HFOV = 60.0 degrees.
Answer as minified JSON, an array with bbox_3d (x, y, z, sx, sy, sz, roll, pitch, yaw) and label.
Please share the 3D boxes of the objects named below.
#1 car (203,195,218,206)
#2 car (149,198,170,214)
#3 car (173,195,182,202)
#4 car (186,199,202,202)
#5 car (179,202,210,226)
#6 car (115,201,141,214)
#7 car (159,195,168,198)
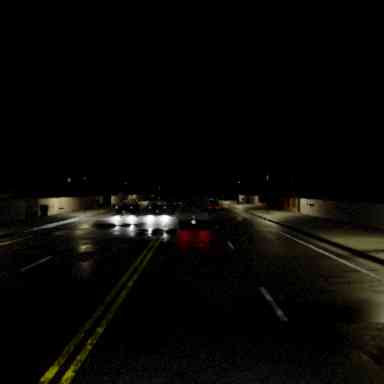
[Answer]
[{"bbox_3d":[3.359,1.489,55.799,2.128,1.511,4.902,0,0,0],"label":"car"},{"bbox_3d":[-3.337,1.580,34.400,1.895,1.301,4.718,0,0,0],"label":"car"},{"bbox_3d":[-3.238,1.435,75.969,2.033,1.411,5.357,0,0,0],"label":"car"},{"bbox_3d":[0.108,1.587,46.514,1.895,1.301,4.718,0,0,0],"label":"car"},{"bbox_3d":[0.103,1.581,23.088,1.895,1.301,4.718,0,0,0],"label":"car"},{"bbox_3d":[-6.587,1.579,34.401,1.895,1.301,4.718,0,0,0],"label":"car"},{"bbox_3d":[-6.488,1.447,75.970,1.994,1.385,4.181,0,0,0],"label":"car"}]
